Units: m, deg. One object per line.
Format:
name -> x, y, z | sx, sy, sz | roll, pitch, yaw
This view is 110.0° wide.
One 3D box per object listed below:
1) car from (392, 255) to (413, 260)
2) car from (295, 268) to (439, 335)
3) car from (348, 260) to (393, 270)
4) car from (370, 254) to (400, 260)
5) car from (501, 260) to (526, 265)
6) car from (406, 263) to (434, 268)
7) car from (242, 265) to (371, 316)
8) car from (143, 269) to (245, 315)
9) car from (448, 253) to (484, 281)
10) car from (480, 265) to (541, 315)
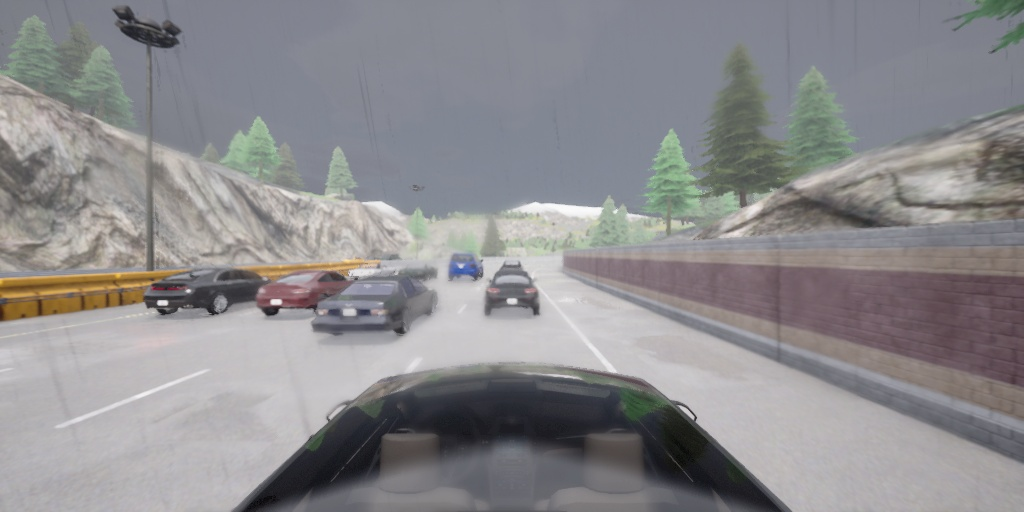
car -> -17.314, 0.980, 59.131 | 1.994, 1.385, 4.181 | 0, 0, 13
car -> -3.504, 1.248, 10.262 | 2.033, 1.411, 5.357 | 0, 0, 0
car -> -10.494, 1.203, 27.476 | 1.895, 1.301, 4.718 | 0, 0, 1
car -> -20.705, 0.633, 60.121 | 2.150, 2.045, 5.566 | 0, 0, 13
car -> 0.062, 1.080, 28.992 | 2.128, 1.511, 4.902 | 0, 0, 2
car -> -6.993, 1.201, 27.500 | 1.895, 1.301, 4.718 | 0, 0, 1
car -> -7.001, 1.213, 12.932 | 1.812, 1.442, 4.674 | 0, 0, 0
car -> -10.500, 1.189, 13.191 | 1.837, 1.490, 4.892 | 0, -1, 0
car -> -3.490, 0.820, 27.846 | 2.150, 2.045, 5.566 | 0, 1, 1
car -> -0.001, 1.209, 13.061 | 1.812, 1.442, 4.674 | 0, 0, 0
